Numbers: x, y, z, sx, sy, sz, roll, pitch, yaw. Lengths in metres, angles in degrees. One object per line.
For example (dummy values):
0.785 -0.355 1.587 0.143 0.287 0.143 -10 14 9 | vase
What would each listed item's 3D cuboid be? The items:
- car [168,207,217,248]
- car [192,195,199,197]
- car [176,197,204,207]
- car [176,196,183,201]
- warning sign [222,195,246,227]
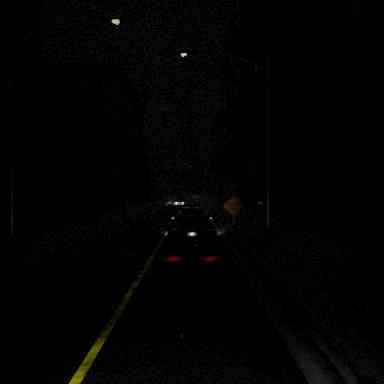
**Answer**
0.000 1.573 14.651 1.994 1.385 4.181 0 0 0 | car
0.963 1.604 95.079 1.812 1.442 4.674 0 0 0 | car
0.000 1.502 29.651 2.128 1.511 4.902 0 0 0 | car
-2.750 1.586 76.681 1.895 1.301 4.718 0 0 0 | car
2.523 1.116 20.071 1.300 1.860 1.060 0 0 0 | warning sign
